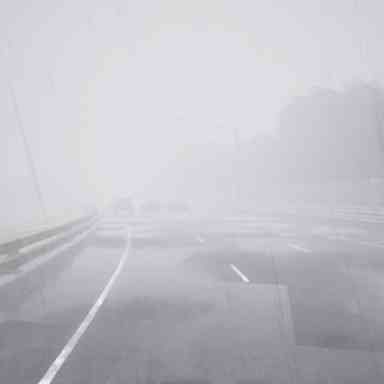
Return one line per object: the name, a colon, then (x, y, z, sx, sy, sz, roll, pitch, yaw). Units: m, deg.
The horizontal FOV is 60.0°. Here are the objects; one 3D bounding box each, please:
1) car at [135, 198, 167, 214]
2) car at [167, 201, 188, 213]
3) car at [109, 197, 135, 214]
car: (-5.273, 1.914, 42.075, 2.128, 1.511, 4.902, 0, -1, -24)
car: (-2.171, 1.880, 43.706, 1.882, 1.535, 5.008, 0, -1, -24)
car: (-9.045, 1.686, 42.139, 2.150, 2.045, 5.566, 0, -1, -25)
